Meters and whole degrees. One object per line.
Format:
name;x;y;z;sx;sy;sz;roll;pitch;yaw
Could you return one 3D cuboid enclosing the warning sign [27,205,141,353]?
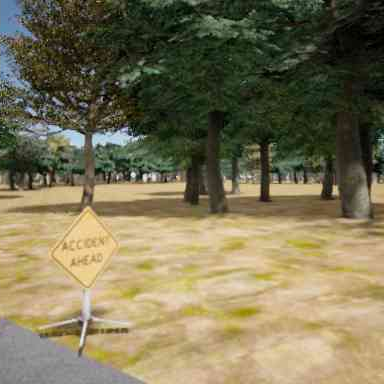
warning sign;-1.629;1.154;5.129;1.060;1.860;1.300;0;0;36
